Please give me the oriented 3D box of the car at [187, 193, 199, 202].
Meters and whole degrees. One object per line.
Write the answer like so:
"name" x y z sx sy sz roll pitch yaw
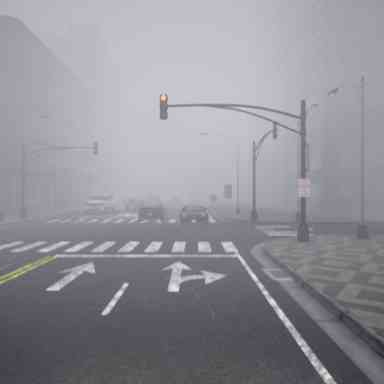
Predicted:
"car" 0.193 1.229 62.498 2.150 2.045 5.566 0 0 0

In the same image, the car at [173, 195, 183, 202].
"car" -3.079 1.430 73.010 2.033 1.411 5.357 0 0 0

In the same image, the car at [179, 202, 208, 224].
"car" 0.153 1.615 24.365 1.895 1.301 4.718 0 0 0

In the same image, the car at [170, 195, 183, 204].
"car" -3.057 1.512 62.715 1.837 1.490 4.892 0 0 1

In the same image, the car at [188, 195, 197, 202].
"car" 0.171 1.368 73.002 1.882 1.535 5.008 0 0 0

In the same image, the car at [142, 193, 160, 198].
"car" -6.455 1.233 55.246 2.150 2.045 5.566 0 0 0

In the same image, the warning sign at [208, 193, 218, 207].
"warning sign" 2.957 1.128 46.482 1.300 1.860 1.060 0 0 0

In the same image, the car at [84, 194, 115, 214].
"car" -9.766 1.237 35.692 2.150 2.045 5.566 0 0 0

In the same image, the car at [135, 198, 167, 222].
"car" -3.089 1.493 26.936 1.882 1.535 5.008 0 0 0

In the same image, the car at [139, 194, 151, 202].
"car" -9.591 1.184 68.021 1.812 1.442 4.674 0 0 0

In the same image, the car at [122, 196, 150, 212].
"car" -6.507 1.506 38.363 2.128 1.511 4.902 0 0 0
